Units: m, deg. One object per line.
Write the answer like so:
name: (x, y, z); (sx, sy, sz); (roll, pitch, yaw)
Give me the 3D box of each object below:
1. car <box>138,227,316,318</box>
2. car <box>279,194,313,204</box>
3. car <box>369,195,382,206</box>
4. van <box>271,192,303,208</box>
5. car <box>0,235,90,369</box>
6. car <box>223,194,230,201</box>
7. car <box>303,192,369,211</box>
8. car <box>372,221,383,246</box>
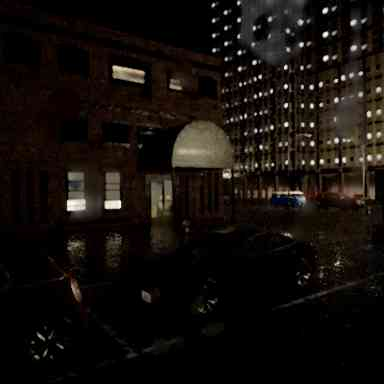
car: (0.941, 1.495, 7.310); (4.313, 1.339, 1.947); (-1, 0, -36)
car: (14.367, 0.964, 46.186); (1.802, 1.307, 4.206); (-1, 1, -35)
car: (20.709, 0.950, 37.099); (2.008, 1.369, 4.403); (-1, 1, -35)
van: (10.663, 0.897, 36.844); (1.690, 1.788, 3.998); (-1, 1, -35)
car: (-3.522, 1.449, 4.054); (4.097, 1.590, 1.967); (-1, 0, -36)
car: (4.755, 0.885, 59.956); (1.752, 1.417, 4.829); (-1, 1, -35)
car: (13.834, 0.880, 32.300); (2.192, 1.841, 5.009); (-1, 1, -35)
car: (8.777, 1.334, 12.987); (4.507, 1.381, 1.887); (-1, 0, -36)
